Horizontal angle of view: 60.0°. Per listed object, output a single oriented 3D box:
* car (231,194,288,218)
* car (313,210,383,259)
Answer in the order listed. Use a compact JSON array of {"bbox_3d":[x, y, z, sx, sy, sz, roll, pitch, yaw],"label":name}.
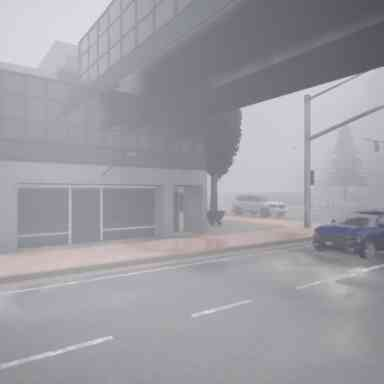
[{"bbox_3d":[5.993,1.222,30.231,2.150,2.045,5.566,0,0,-36],"label":"car"},{"bbox_3d":[6.692,1.477,12.763,5.008,1.535,1.882,0,1,-36],"label":"car"}]
